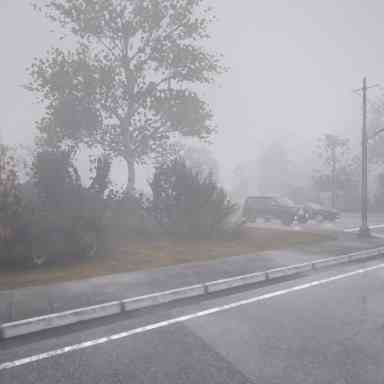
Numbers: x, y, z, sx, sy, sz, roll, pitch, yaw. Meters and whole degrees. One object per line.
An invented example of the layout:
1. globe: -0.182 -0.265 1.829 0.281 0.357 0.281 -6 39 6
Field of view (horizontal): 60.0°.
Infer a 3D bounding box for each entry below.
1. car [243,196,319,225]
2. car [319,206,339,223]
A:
1. car: 6.265 1.316 25.146 2.150 2.045 5.566 0 -1 -37
2. car: 9.300 1.566 26.890 1.882 1.535 5.008 0 -1 -39
